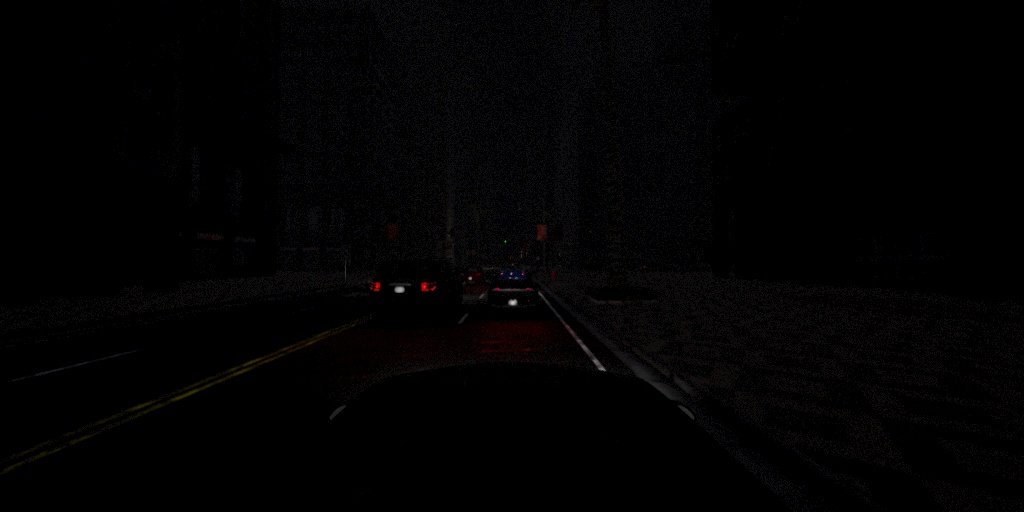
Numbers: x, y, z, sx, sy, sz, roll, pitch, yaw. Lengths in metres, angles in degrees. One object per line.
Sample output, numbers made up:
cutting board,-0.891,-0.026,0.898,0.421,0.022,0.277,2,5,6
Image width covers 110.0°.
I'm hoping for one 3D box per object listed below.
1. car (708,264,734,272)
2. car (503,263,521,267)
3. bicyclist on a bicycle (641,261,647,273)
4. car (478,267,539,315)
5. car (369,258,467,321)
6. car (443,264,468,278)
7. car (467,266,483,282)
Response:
car,32.227,1.812,53.297,4.313,1.339,1.948,0,0,-1
car,0.044,1.384,29.207,2.097,1.767,4.553,0,-1,0
bicyclist on a bicycle,18.390,1.517,50.138,0.582,1.620,1.656,0,-2,-1
car,0.046,1.356,14.273,2.128,1.511,4.902,0,0,0
car,-3.216,1.075,13.033,2.150,2.045,5.566,0,0,1
car,-6.548,1.706,41.946,2.128,1.511,4.902,0,-1,1
car,-3.200,1.567,29.924,1.812,1.442,4.674,0,-1,0
